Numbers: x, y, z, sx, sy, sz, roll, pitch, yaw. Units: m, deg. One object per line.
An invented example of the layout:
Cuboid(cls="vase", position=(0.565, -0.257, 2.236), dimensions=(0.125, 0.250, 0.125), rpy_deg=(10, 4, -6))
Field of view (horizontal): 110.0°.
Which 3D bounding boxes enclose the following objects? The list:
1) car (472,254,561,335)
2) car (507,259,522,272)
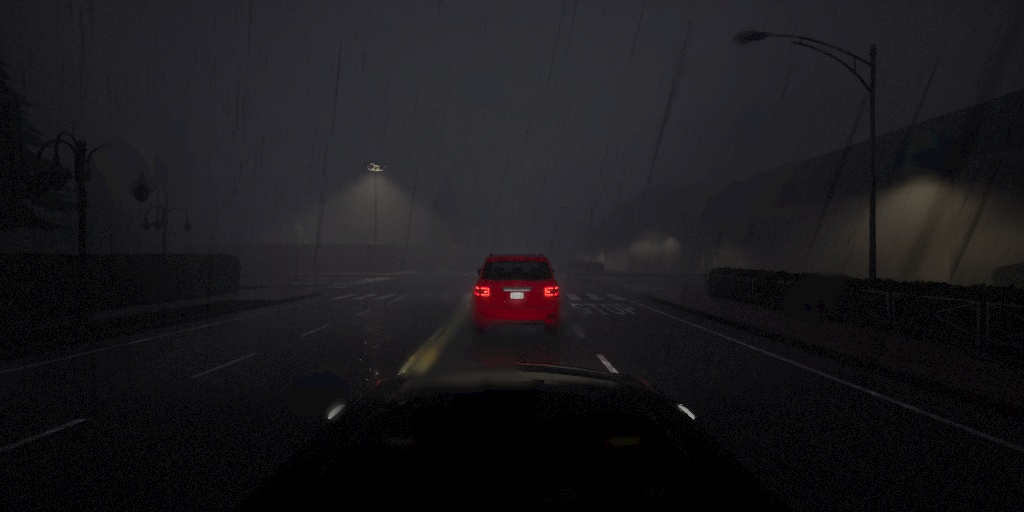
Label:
Cuboid(cls="car", position=(0.118, 0.971, 10.640), dimensions=(2.150, 2.045, 5.566), rpy_deg=(0, 0, 0))
Cuboid(cls="car", position=(0.345, 1.228, 46.053), dimensions=(1.882, 1.535, 5.008), rpy_deg=(0, 0, 1))
